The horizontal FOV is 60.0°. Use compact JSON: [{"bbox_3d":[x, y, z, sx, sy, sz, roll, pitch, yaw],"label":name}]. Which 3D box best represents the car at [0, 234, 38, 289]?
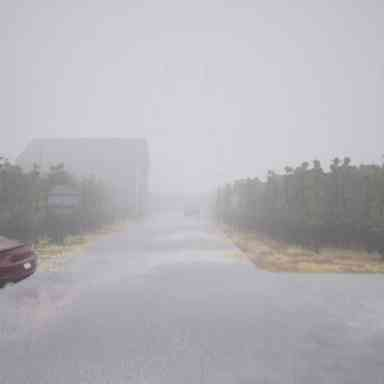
[{"bbox_3d":[-6.241,1.515,7.656,5.008,1.535,1.882,0,-1,0],"label":"car"}]

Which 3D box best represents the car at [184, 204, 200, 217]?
[{"bbox_3d":[0.011,2.445,44.868,2.097,1.767,4.553,0,-1,0],"label":"car"}]
